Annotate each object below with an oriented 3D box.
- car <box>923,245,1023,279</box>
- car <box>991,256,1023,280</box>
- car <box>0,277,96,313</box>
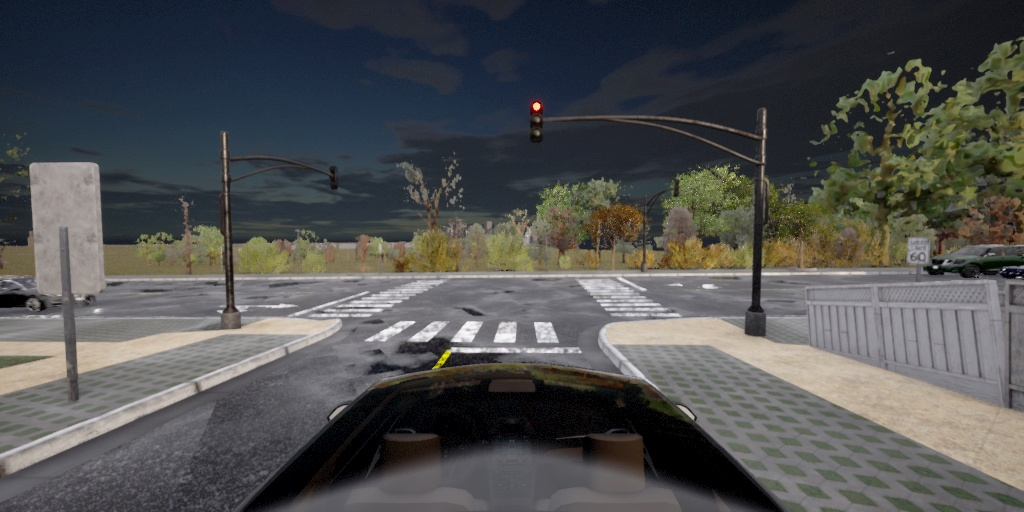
[{"bbox_3d":[29.811,0.329,22.690,5.566,2.045,2.150,-1,2,4],"label":"car"},{"bbox_3d":[29.942,0.848,19.442,4.718,1.301,1.895,-1,2,4],"label":"car"},{"bbox_3d":[-22.208,1.717,16.551,4.902,1.511,2.128,-1,2,4],"label":"car"}]
